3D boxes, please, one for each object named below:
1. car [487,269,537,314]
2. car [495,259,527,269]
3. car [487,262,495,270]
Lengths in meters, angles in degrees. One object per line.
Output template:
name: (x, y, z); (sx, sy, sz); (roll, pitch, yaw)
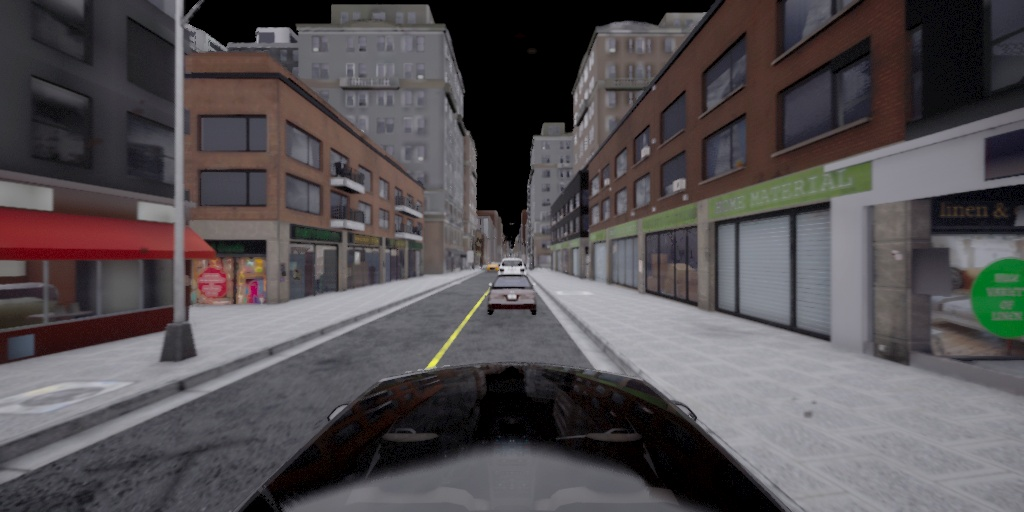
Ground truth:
car: (0.013, 1.417, 14.387); (2.033, 1.411, 5.357); (0, -1, 0)
car: (0.018, 1.234, 29.419); (2.150, 2.045, 5.566); (0, 0, 0)
car: (-3.007, 1.732, 57.668); (1.882, 1.535, 5.008); (0, -1, 1)
